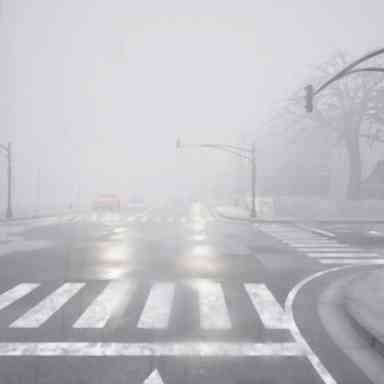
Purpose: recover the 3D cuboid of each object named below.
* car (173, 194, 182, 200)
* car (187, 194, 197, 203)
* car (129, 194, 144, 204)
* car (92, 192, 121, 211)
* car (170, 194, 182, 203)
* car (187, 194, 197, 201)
[{"bbox_3d":[-3.265,1.145,74.882,1.994,1.385,4.181,0,0,0],"label":"car"},{"bbox_3d":[-0.013,1.311,64.878,1.812,1.442,4.674,0,0,0],"label":"car"},{"bbox_3d":[-9.773,1.155,58.787,2.097,1.767,4.553,0,0,0],"label":"car"},{"bbox_3d":[-9.849,1.087,38.700,2.150,2.045,5.566,0,1,1],"label":"car"},{"bbox_3d":[-3.263,1.387,64.908,1.895,1.301,4.718,0,0,0],"label":"car"},{"bbox_3d":[-0.015,1.117,74.883,2.128,1.511,4.902,0,0,0],"label":"car"}]
